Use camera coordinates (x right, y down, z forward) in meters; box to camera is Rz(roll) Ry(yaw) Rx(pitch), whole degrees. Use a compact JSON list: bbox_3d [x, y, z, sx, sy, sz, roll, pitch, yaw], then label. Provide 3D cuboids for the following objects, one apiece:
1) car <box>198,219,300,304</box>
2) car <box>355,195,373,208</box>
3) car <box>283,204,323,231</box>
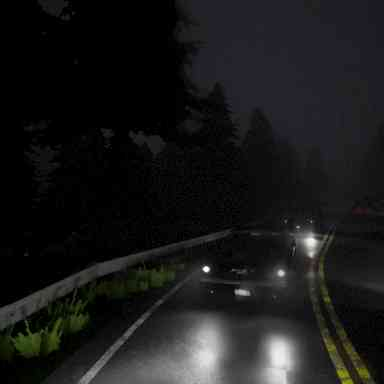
[{"bbox_3d":[1.644,1.599,8.436,1.895,1.301,4.718,-1,0,18],"label":"car"},{"bbox_3d":[20.824,1.057,40.168,2.128,1.511,4.902,-2,0,28],"label":"car"},{"bbox_3d":[6.836,1.458,20.170,2.033,1.411,5.357,-2,0,26],"label":"car"}]
